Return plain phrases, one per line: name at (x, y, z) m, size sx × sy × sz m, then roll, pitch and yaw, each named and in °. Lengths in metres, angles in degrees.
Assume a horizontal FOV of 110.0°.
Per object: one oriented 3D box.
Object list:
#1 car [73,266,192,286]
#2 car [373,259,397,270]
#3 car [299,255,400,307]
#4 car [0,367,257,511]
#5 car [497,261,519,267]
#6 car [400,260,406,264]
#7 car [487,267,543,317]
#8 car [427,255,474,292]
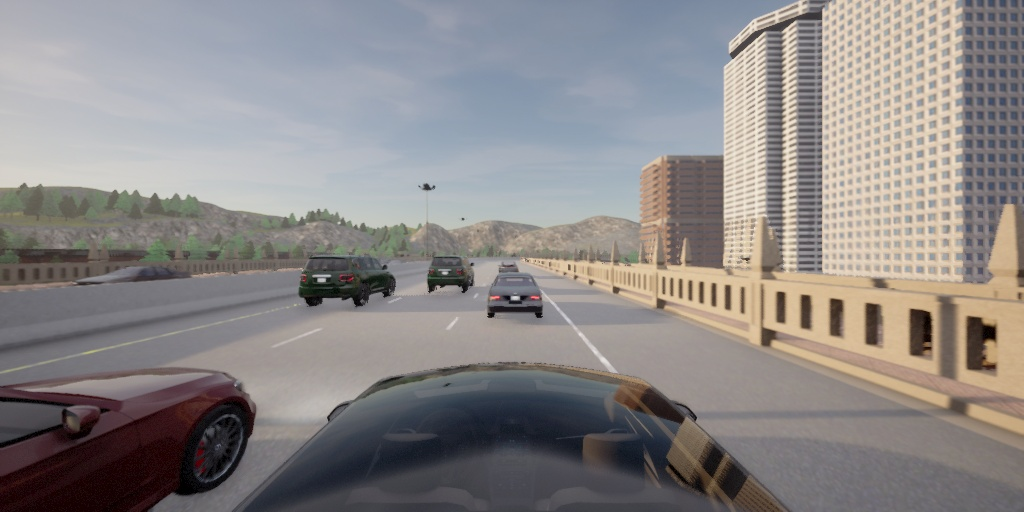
car at (-21.204, 1.297, 20.467) m, size 2.033 × 1.411 × 5.357 m, roll 0°, pitch 0°, yaw -1°
car at (-18.501, 1.260, 52.388) m, size 1.837 × 1.490 × 4.892 m, roll 0°, pitch 0°, yaw -1°
car at (-6.943, 0.972, 15.715) m, size 2.150 × 2.045 × 5.566 m, roll 0°, pitch 0°, yaw -1°
car at (-3.413, 1.276, 1.551) m, size 1.812 × 1.442 × 4.674 m, roll 0°, pitch 0°, yaw 0°
car at (-0.375, 1.243, 34.534) m, size 2.128 × 1.511 × 4.902 m, roll 0°, pitch 0°, yaw -2°
car at (-14.839, 1.228, 45.969) m, size 1.882 × 1.535 × 5.008 m, roll 0°, pitch 0°, yaw -1°
car at (0.082, 1.298, 13.143) m, size 2.033 × 1.411 × 5.357 m, roll 0°, pitch 0°, yaw 0°
car at (-3.531, 0.972, 21.266) m, size 2.150 × 2.045 × 5.566 m, roll 0°, pitch 0°, yaw -1°
